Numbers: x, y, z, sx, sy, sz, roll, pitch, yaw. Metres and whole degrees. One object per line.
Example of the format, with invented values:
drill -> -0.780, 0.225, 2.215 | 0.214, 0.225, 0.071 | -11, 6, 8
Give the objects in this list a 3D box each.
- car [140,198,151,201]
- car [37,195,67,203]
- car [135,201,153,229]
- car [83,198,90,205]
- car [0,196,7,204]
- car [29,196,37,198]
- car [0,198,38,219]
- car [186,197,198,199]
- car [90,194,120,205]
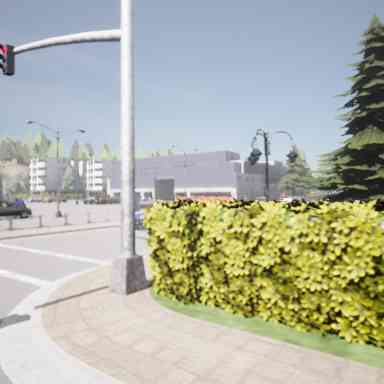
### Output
car -> -6.964, 1.541, 43.835 | 1.970, 1.475, 3.806 | 0, 0, 36
car -> -28.131, 1.467, 67.980 | 2.152, 1.636, 5.027 | 0, 0, 36
car -> -1.896, 1.549, 21.745 | 1.882, 1.535, 5.008 | 0, 0, 35
car -> -17.767, 1.327, 60.477 | 1.905, 1.878, 3.866 | 0, 0, 36
car -> -40.618, 1.662, 67.918 | 2.007, 1.523, 4.514 | 0, 0, 36
car -> -33.518, 1.578, 71.480 | 1.970, 1.475, 3.806 | 0, 0, 36
car -> -15.457, 1.481, 27.004 | 2.007, 1.523, 4.514 | 0, 0, 36
car -> -0.198, 1.516, 48.098 | 1.845, 1.501, 3.633 | 0, 0, 36
car -> -15.172, 1.333, 59.107 | 1.932, 1.855, 4.605 | 0, 0, 36
